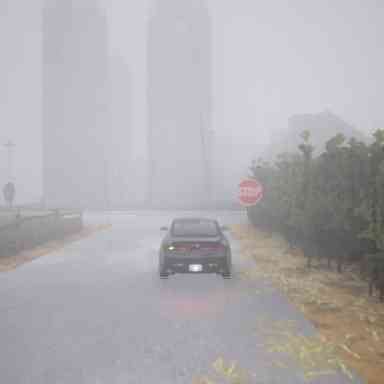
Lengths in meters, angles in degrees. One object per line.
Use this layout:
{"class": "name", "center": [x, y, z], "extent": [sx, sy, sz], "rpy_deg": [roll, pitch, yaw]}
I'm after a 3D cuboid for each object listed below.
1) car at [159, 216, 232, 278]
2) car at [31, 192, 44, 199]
{"class": "car", "center": [0.077, 1.488, 10.066], "extent": [1.837, 1.490, 4.892], "rpy_deg": [0, 0, 0]}
{"class": "car", "center": [-37.368, 1.043, 81.933], "extent": [3.866, 1.878, 1.905], "rpy_deg": [0, 0, -1]}
